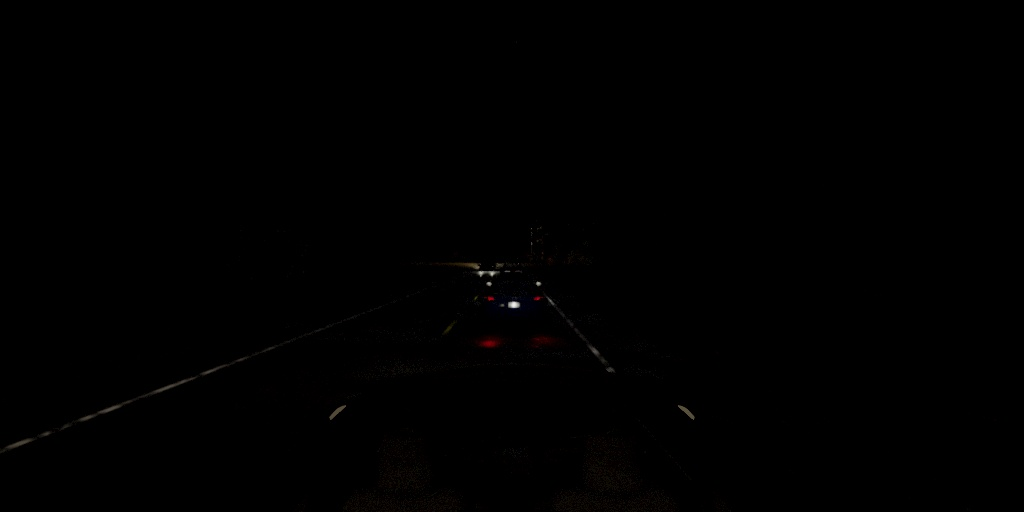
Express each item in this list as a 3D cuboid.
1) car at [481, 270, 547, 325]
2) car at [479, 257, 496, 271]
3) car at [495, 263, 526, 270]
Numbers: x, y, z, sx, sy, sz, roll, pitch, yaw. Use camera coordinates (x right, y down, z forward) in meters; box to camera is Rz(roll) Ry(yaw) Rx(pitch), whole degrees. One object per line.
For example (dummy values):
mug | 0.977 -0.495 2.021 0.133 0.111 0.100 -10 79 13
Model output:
car | 0.067 1.336 11.975 1.994 1.385 4.181 0 0 0
car | -3.572 1.097 52.543 2.150 2.045 5.566 0 0 0
car | 0.067 1.303 27.701 2.128 1.511 4.902 0 0 0
